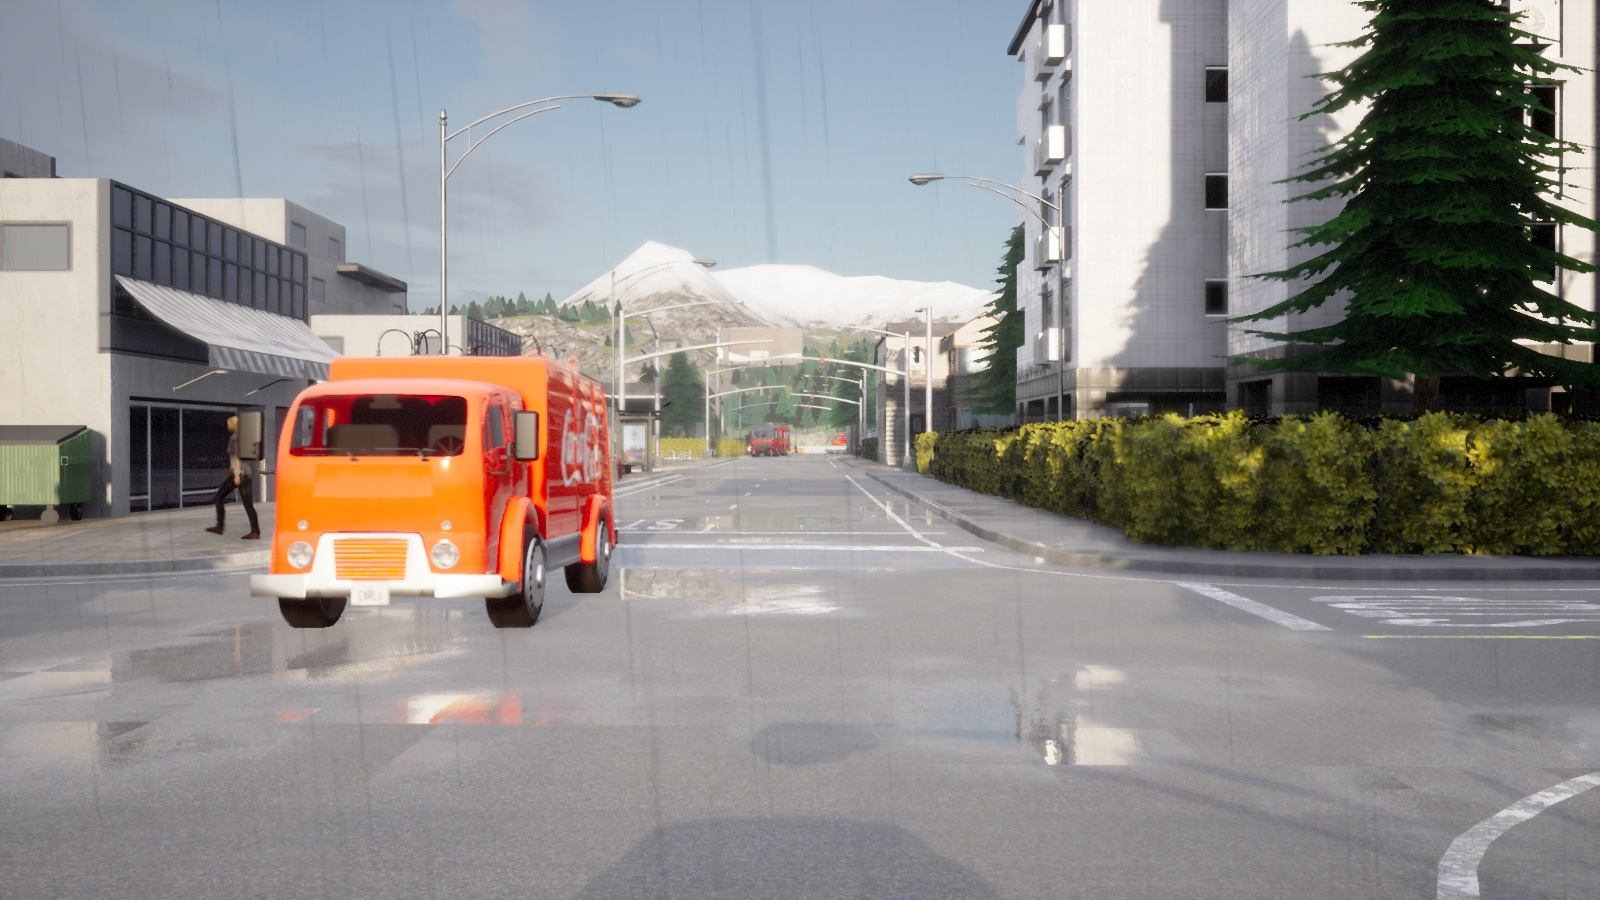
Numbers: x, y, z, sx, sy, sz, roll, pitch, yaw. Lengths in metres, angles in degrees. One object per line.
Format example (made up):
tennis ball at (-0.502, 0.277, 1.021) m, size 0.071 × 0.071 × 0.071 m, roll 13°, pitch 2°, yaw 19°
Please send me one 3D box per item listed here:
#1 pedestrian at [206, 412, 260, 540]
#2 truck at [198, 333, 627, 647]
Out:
pedestrian at (-8.252, 0.376, 18.288) m, size 0.634 × 1.846 × 0.331 m, roll 0°, pitch 0°, yaw 2°
truck at (-3.410, 0.340, 12.502) m, size 2.627 × 2.467 × 5.204 m, roll 0°, pitch -1°, yaw 0°
